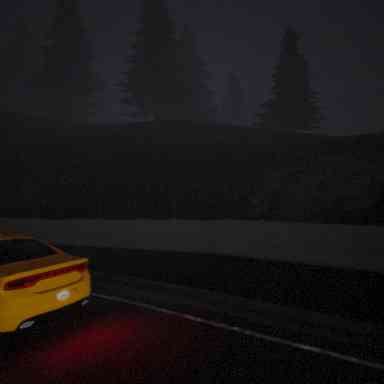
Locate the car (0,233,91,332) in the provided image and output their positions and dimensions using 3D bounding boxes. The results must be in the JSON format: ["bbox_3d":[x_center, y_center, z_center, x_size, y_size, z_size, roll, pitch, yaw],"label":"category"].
[{"bbox_3d":[-4.282,1.542,6.509,5.008,1.535,1.882,-1,-1,27],"label":"car"}]
